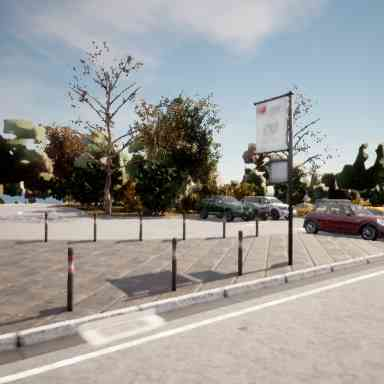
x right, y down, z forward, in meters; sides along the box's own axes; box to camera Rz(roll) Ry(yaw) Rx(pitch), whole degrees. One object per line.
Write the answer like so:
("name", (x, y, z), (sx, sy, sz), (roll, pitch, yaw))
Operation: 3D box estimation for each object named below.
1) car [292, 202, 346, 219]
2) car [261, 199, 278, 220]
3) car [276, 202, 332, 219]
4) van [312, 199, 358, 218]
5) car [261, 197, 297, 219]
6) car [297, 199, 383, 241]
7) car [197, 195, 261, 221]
("car", (13.760, 1.962, 36.401), (1.946, 1.575, 5.366), (3, -1, -36))
("car", (4.817, 1.633, 29.712), (2.231, 1.521, 4.892), (2, -1, -36))
("car", (11.601, 1.872, 34.848), (1.946, 1.575, 5.366), (2, -1, -36))
("van", (16.209, 1.841, 37.792), (1.878, 1.987, 4.442), (3, -1, -36))
("car", (7.094, 1.451, 31.340), (2.435, 2.045, 5.566), (2, -1, -36))
("car", (8.098, 1.395, 16.977), (2.185, 1.767, 4.553), (2, -1, -36))
("car", (2.676, 1.318, 28.129), (2.435, 2.045, 5.566), (2, -1, -36))
